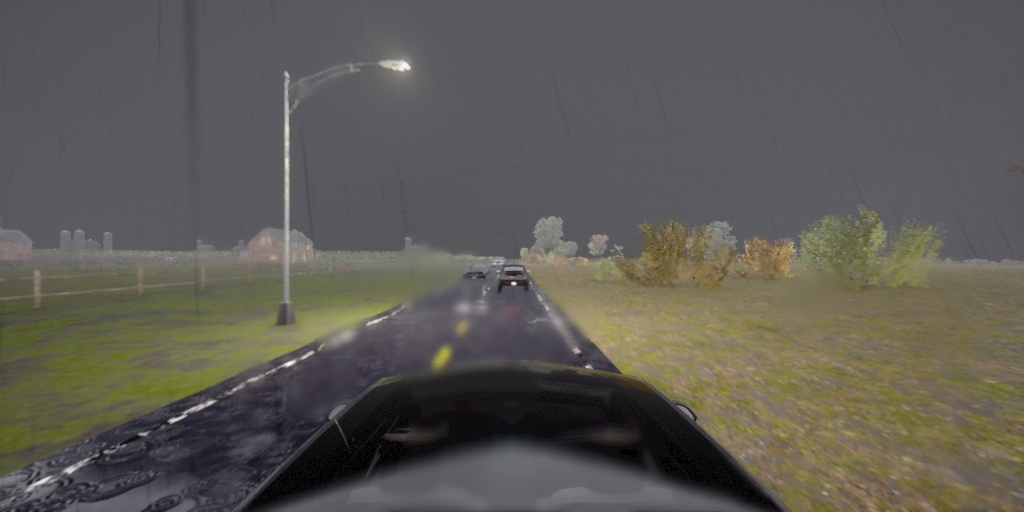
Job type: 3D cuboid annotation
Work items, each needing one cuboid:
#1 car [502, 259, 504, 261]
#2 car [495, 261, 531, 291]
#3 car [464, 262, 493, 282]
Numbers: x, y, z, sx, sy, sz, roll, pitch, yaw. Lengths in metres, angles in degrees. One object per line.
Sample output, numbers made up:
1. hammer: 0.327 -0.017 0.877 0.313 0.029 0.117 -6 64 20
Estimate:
1. car: 0.109 1.368 41.550 2.033 1.411 5.357 0 0 0
2. car: 0.104 1.268 22.081 1.837 1.490 4.892 0 0 0
3. car: -2.841 1.381 29.762 1.895 1.301 4.718 0 0 0
